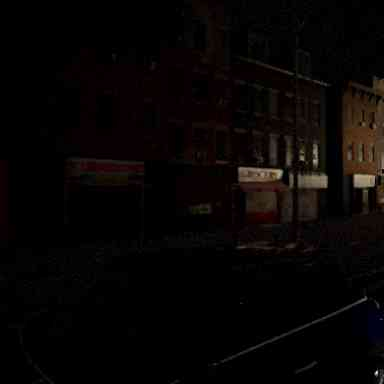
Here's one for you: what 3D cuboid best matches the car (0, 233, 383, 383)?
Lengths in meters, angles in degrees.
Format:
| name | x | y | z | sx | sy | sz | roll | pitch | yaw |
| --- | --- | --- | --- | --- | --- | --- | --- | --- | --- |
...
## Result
| name | x | y | z | sx | sy | sz | roll | pitch | yaw |
| --- | --- | --- | --- | --- | --- | --- | --- | --- | --- |
| car | -0.185 | 1.352 | 2.924 | 4.553 | 1.767 | 2.097 | 0 | 0 | -36 |
